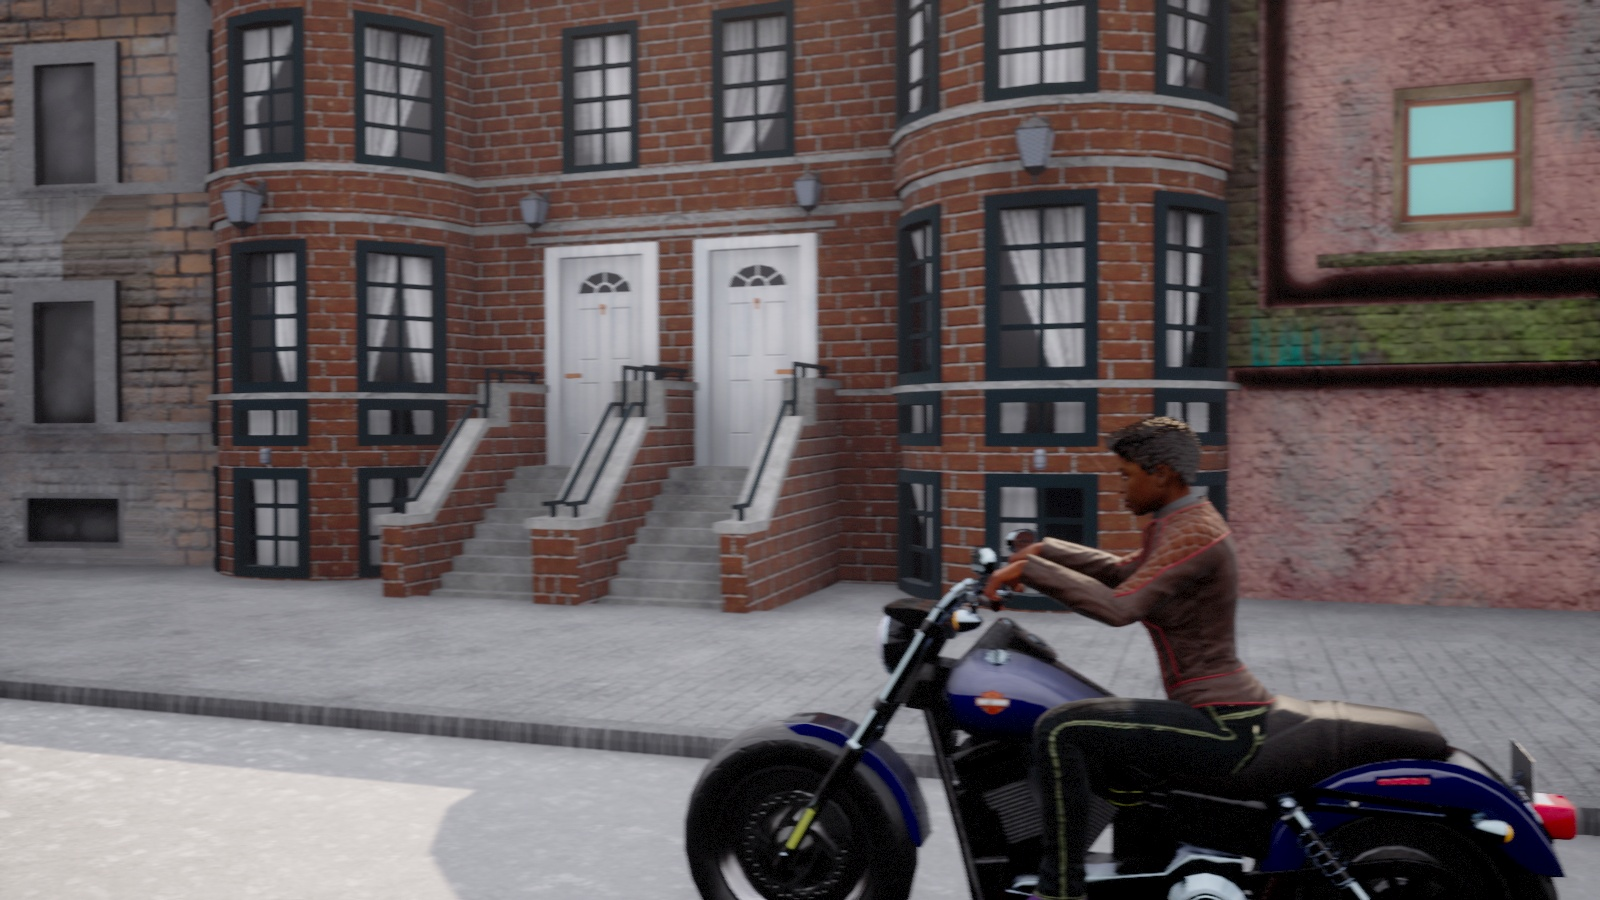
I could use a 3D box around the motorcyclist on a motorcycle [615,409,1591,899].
[{"bbox_3d":[0.724,0.724,3.476,2.350,1.649,0.766,0,1,19],"label":"motorcyclist on a motorcycle"}]
